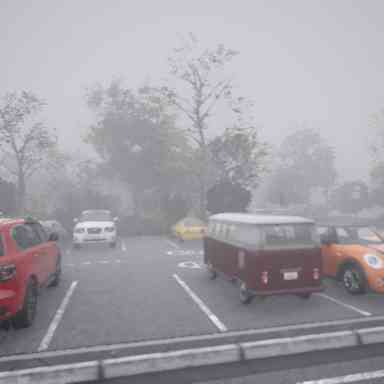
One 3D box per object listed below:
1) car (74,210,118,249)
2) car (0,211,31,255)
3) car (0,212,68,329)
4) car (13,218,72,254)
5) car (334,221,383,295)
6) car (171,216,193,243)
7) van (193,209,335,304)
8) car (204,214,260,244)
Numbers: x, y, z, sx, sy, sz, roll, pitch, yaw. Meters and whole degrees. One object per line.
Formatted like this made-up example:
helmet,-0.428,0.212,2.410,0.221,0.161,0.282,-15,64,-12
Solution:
car,-5.672,2.108,19.833,2.435,2.045,5.566,-1,-2,-14
car,-10.981,2.170,18.545,2.435,2.045,5.566,-1,-2,-14
car,-4.432,1.603,7.580,2.435,2.045,5.566,0,-2,-13
car,-8.387,2.391,19.186,2.231,1.521,4.892,-1,-2,-14
car,4.547,1.677,9.717,2.185,1.767,4.553,0,-2,-13
car,-0.155,2.334,21.352,1.946,1.575,5.366,0,-2,-13
van,1.571,1.591,9.102,1.878,1.987,4.442,0,-2,-13
car,2.434,2.329,21.966,1.946,1.575,5.366,0,-2,-13
